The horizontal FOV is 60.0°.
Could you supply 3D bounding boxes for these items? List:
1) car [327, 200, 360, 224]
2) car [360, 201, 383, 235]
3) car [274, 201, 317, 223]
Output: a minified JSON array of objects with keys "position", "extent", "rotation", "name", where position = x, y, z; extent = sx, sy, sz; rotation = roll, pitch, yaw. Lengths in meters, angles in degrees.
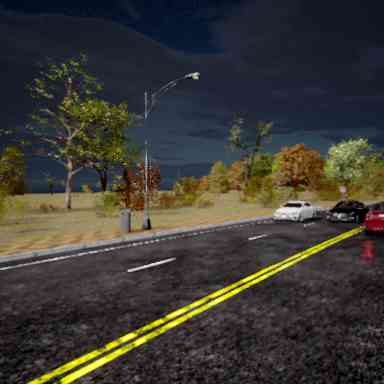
[{"position":[11.119,1.361,23.554],"extent":[1.837,1.490,4.892],"rotation":[0,0,39],"name":"car"},{"position":[10.455,1.236,17.201],"extent":[2.097,1.767,4.553],"rotation":[0,0,38],"name":"car"},{"position":[7.719,1.396,24.519],"extent":[1.812,1.442,4.674],"rotation":[0,0,39],"name":"car"}]
